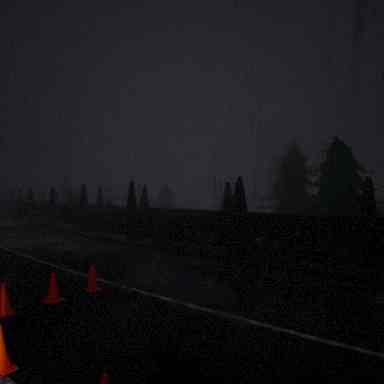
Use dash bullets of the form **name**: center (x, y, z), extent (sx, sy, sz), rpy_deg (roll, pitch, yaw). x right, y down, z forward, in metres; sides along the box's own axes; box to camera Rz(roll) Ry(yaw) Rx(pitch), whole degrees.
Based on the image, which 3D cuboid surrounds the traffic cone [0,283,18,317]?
- **traffic cone**: center (-3.498, 1.989, 6.193), extent (0.340, 0.580, 0.340), rpy_deg (0, 0, 35)

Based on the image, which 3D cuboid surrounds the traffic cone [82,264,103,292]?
- **traffic cone**: center (-2.344, 1.998, 7.826), extent (0.340, 0.580, 0.340), rpy_deg (0, 0, 35)

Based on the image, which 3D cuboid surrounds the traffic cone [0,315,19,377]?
- **traffic cone**: center (-2.442, 1.978, 4.222), extent (0.340, 0.580, 0.340), rpy_deg (0, 0, 35)

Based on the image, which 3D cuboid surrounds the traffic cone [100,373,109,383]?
- **traffic cone**: center (-0.809, 1.973, 3.067), extent (0.340, 0.580, 0.340), rpy_deg (0, 0, 35)

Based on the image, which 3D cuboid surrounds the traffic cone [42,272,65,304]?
- **traffic cone**: center (-2.921, 1.993, 7.009), extent (0.340, 0.580, 0.340), rpy_deg (0, 0, 35)
